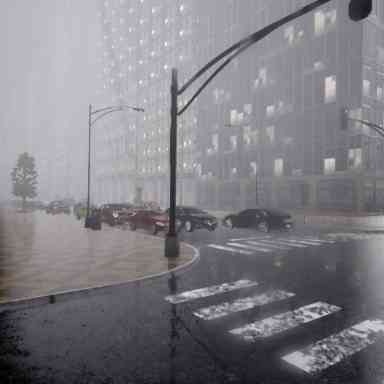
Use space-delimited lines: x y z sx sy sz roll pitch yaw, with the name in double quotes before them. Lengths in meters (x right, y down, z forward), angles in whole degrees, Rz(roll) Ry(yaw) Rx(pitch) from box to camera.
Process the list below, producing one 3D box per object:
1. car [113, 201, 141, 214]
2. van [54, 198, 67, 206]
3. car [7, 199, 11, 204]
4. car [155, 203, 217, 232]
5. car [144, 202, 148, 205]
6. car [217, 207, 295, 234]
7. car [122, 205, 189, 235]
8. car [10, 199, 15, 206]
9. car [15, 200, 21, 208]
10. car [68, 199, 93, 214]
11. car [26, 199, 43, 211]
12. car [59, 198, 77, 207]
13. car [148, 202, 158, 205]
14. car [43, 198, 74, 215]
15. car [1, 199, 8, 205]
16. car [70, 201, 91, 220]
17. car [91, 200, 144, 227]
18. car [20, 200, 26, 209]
"car" -8.506 1.974 42.958 1.752 1.417 4.829 1 -1 -35
"van" -27.969 2.117 70.753 1.690 1.788 3.998 1 -1 -35
"car" -34.834 2.209 65.944 1.802 1.307 4.206 1 -1 -35
"car" -0.286 1.634 21.139 1.837 1.490 4.892 1 -1 -33
"car" -6.051 1.731 29.375 1.837 1.490 4.892 1 -1 -35
"car" 3.975 1.665 20.514 1.837 1.490 4.892 0 0 -36
"car" -2.233 1.662 19.391 1.802 1.307 4.206 1 -1 -35
"car" -31.574 2.123 61.289 2.008 1.369 4.403 1 -1 -35
"car" -28.314 2.062 56.634 1.887 1.381 4.507 1 -1 -35
"car" -12.040 1.818 37.947 2.128 1.511 4.902 1 -1 -35
"car" -21.794 1.959 47.323 2.008 1.369 4.403 1 -1 -35
"car" -24.709 2.036 66.098 2.192 1.841 5.009 1 -1 -35
"car" -5.149 1.833 38.164 1.967 1.590 4.097 1 -1 -35
"car" -15.273 1.739 38.014 1.967 1.590 4.097 1 -1 -35
"car" -41.355 2.287 75.255 2.008 1.369 4.403 1 -1 -35
"car" -8.655 1.713 28.563 1.752 1.417 4.829 1 -1 -35
"car" -5.493 1.575 24.048 1.967 1.590 4.097 1 -1 -35
"car" -25.054 2.029 51.979 1.947 1.339 4.313 1 -1 -35
